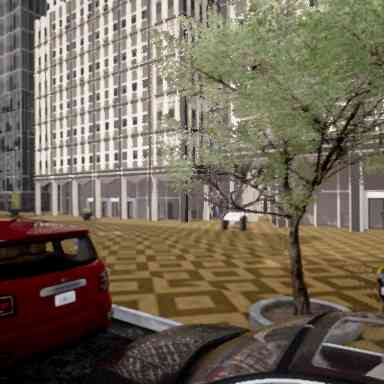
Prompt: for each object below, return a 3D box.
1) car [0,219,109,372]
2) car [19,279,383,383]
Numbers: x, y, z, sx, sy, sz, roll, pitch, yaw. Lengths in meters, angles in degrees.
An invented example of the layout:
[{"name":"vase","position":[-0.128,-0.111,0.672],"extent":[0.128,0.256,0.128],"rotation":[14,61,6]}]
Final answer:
[{"name":"car","position":[-3.450,1.369,5.339],"extent":[5.009,1.841,2.192],"rotation":[-1,0,35]},{"name":"car","position":[1.049,1.553,2.130],"extent":[4.403,1.369,2.008],"rotation":[-1,0,35]}]
